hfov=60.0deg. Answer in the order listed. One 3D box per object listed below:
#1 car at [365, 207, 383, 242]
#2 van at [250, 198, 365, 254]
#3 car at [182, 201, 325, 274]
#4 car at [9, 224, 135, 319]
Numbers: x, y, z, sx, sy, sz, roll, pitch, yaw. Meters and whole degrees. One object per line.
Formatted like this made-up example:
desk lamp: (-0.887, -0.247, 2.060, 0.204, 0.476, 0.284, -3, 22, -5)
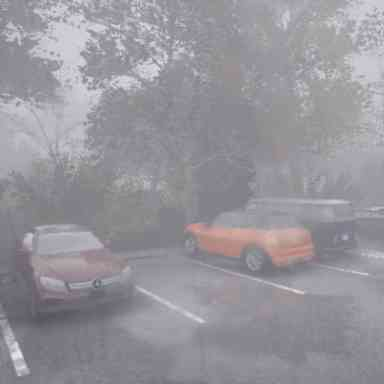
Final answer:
car: (8.357, 1.497, 15.748, 2.002, 1.452, 4.674, 0, 0, -35)
van: (3.751, 1.231, 12.610, 1.878, 1.987, 4.442, 0, 0, -35)
car: (1.571, 1.335, 10.878, 2.185, 1.767, 4.553, 0, 0, -35)
car: (-2.985, 1.513, 7.677, 2.002, 1.452, 4.674, 0, 0, -35)
